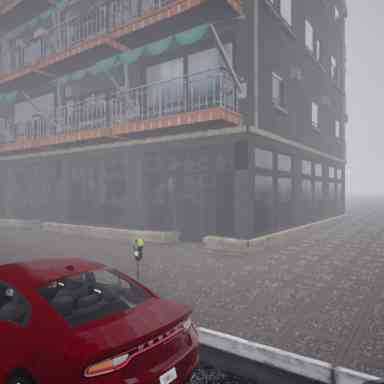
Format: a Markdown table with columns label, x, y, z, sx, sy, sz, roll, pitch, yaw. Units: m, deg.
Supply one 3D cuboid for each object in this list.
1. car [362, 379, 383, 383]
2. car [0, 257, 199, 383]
| label | x | y | z | sx | sy | sz | roll | pitch | yaw |
| --- | --- | --- | --- | --- | --- | --- | --- | --- | --- |
| car | 2.561 | 1.566 | 1.052 | 4.313 | 1.339 | 1.947 | 0 | 0 | 35 |
| car | -2.031 | 1.545 | 4.320 | 4.507 | 1.381 | 1.887 | 0 | 0 | 35 |
